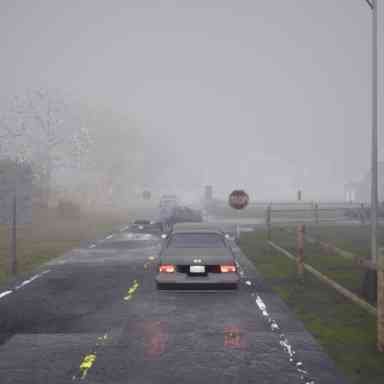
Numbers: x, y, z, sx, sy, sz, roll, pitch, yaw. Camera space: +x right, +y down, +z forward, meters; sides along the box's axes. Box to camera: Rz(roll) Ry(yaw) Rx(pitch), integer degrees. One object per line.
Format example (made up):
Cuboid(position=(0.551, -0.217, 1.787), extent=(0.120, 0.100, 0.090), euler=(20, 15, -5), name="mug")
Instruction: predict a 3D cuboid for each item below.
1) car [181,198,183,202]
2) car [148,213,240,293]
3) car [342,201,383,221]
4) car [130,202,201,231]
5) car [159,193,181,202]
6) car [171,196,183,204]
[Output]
Cuboid(position=(-2.807, 1.440, 51.539), extent=(1.882, 1.535, 5.008), euler=(0, 0, 1), name="car")
Cuboid(position=(0.101, 1.547, 8.990), extent=(2.033, 1.411, 5.357), euler=(0, 0, 0), name="car")
Cuboid(position=(14.491, 1.416, 26.299), extent=(5.008, 1.535, 1.882), euler=(0, 0, -1), name="car")
Cuboid(position=(-1.362, 1.545, 20.385), extent=(2.033, 1.411, 5.357), euler=(0, 0, 33), name="car")
Cuboid(position=(-2.835, 1.200, 41.522), extent=(2.150, 2.045, 5.566), euler=(0, 0, 0), name="car")
Cuboid(position=(-2.775, 1.448, 61.632), extent=(1.837, 1.490, 4.892), euler=(0, 0, 1), name="car")
